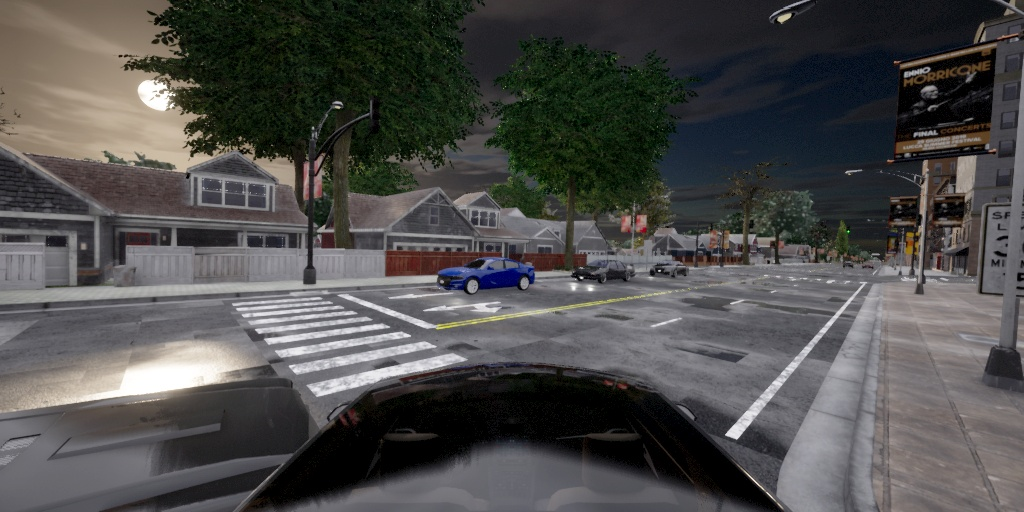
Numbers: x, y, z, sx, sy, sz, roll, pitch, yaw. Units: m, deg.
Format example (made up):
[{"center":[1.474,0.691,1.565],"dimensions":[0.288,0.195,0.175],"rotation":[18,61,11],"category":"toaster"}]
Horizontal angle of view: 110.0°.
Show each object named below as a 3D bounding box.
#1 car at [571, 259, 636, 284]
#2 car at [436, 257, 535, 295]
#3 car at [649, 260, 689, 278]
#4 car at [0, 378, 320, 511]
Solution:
[{"center":[6.114,0.940,23.400],"dimensions":[5.357,1.411,2.033],"rotation":[1,2,-44],"category":"car"},{"center":[-1.073,0.805,16.502],"dimensions":[5.008,1.535,1.882],"rotation":[0,2,-44],"category":"car"},{"center":[13.333,1.025,30.300],"dimensions":[4.181,1.385,1.994],"rotation":[1,2,-44],"category":"car"},{"center":[-3.314,1.284,1.323],"dimensions":[4.718,1.301,1.895],"rotation":[1,2,-34],"category":"car"}]
